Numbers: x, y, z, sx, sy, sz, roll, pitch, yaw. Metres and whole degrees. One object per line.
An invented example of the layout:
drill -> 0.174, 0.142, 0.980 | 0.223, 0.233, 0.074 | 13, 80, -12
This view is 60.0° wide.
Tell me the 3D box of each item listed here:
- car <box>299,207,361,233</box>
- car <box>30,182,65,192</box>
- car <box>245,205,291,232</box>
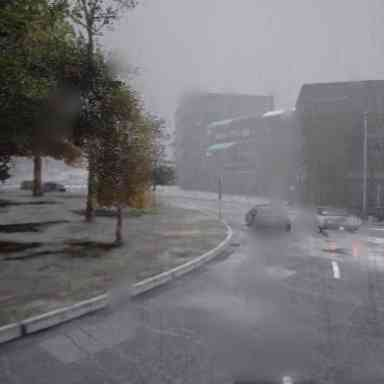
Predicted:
car -> 7.564, 1.490, 18.805 | 1.895, 1.301, 4.718 | 1, 1, 2
car -> -18.821, -0.672, 43.434 | 4.181, 1.385, 1.994 | 3, 0, 4
car -> 4.242, 1.411, 18.968 | 1.994, 1.385, 4.181 | 1, 1, 3
